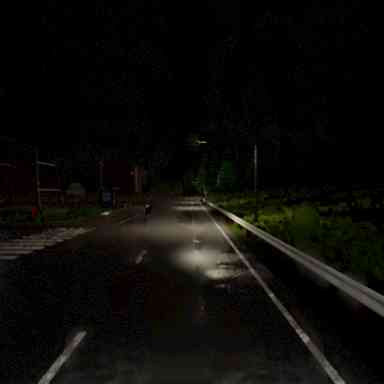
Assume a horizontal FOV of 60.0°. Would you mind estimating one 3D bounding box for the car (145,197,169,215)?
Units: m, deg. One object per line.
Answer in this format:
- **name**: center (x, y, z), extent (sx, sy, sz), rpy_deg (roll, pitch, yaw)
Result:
- **car**: center (-3.536, 1.359, 34.467), extent (2.097, 1.767, 4.553), rpy_deg (0, -1, 0)
